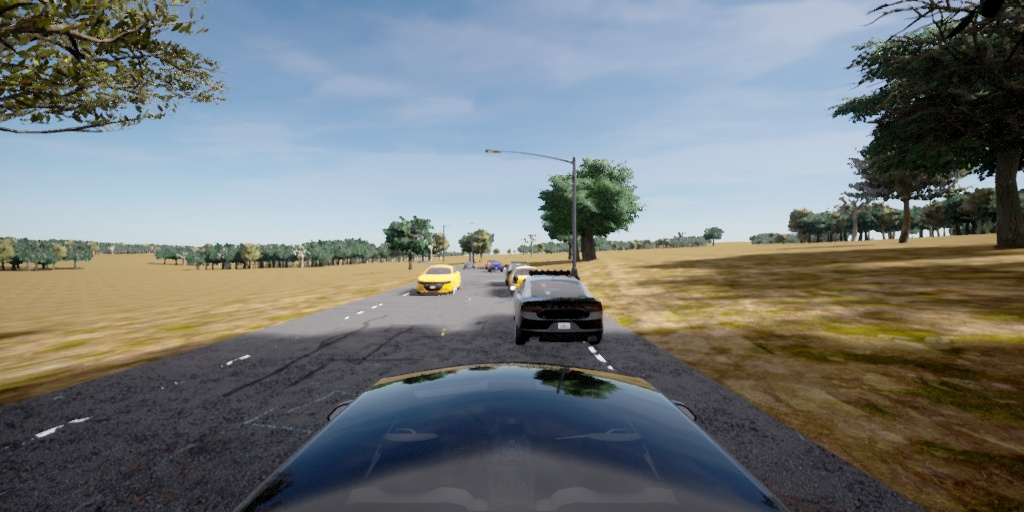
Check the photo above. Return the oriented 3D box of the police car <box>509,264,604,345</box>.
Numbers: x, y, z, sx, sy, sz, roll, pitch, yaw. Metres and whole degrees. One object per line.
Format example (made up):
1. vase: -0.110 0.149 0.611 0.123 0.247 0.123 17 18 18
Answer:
1. police car: 0.992 1.184 9.679 1.930 1.638 5.238 0 0 -1

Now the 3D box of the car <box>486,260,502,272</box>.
1. car: -2.201 1.426 48.353 1.812 1.442 4.674 0 -1 -5

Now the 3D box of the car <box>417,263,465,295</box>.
1. car: -3.971 1.251 20.052 1.882 1.535 5.008 0 0 -2

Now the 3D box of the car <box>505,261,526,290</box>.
1. car: 0.723 1.231 19.814 1.801 1.575 5.366 0 0 -2

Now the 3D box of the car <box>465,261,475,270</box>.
1. car: -7.389 1.610 62.397 1.812 1.442 4.674 0 -1 -7

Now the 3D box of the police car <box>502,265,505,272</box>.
1. police car: 0.467 1.210 25.763 1.930 1.638 5.238 0 0 -3
